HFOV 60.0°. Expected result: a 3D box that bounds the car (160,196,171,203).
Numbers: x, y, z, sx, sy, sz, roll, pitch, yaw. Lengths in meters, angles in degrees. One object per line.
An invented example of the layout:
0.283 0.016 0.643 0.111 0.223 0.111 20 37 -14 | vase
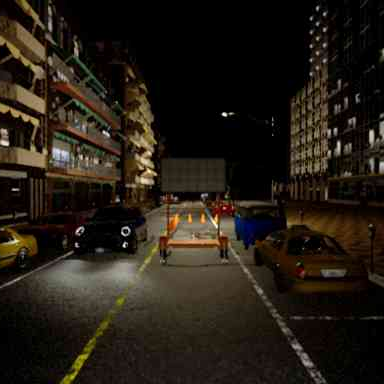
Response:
-5.400 1.547 69.336 1.947 1.339 4.313 0 0 0 | car

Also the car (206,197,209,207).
2.839 1.503 36.311 1.752 1.417 4.829 0 0 0 | car

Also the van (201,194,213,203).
2.932 1.318 58.247 1.690 1.788 3.998 0 0 0 | van

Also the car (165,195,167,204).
-5.470 1.526 52.757 2.008 1.369 4.403 0 0 0 | car

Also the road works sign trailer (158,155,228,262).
0.050 0.452 12.042 2.380 3.560 2.880 0 0 0 | road works sign trailer

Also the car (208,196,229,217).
2.815 1.419 30.614 1.967 1.590 4.097 0 0 0 | car

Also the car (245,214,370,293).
2.722 1.516 8.678 1.752 1.417 4.829 0 0 0 | car

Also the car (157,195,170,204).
-5.424 1.418 63.809 1.967 1.590 4.097 0 0 0 | car

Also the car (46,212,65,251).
-5.635 1.530 14.070 1.887 1.381 4.507 0 0 0 | car

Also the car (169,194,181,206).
-2.761 1.530 55.951 2.033 1.411 5.357 0 0 0 | car

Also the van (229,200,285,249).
2.744 1.328 14.034 1.690 1.788 3.998 0 0 0 | van

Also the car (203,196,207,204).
2.886 1.558 47.194 1.802 1.307 4.206 0 0 0 | car

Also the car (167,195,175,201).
-5.329 1.576 85.916 1.802 1.307 4.206 0 0 0 | car

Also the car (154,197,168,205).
-5.447 1.527 58.284 2.008 1.369 4.403 0 0 0 | car

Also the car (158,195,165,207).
-5.496 1.290 47.230 2.192 1.841 5.009 0 0 0 | car

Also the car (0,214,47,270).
-5.659 1.516 8.374 1.752 1.417 4.829 0 0 0 | car

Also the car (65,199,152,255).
-3.044 1.338 13.255 2.097 1.767 4.553 0 0 0 | car

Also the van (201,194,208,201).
3.026 1.331 80.355 1.690 1.788 3.998 0 0 0 | van

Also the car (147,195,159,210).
-5.519 1.501 41.534 1.752 1.417 4.829 0 0 0 | car

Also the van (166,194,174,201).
-5.354 1.330 80.390 1.690 1.788 3.998 0 0 0 | van

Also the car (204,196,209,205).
2.862 1.558 41.668 1.802 1.307 4.206 0 0 0 | car

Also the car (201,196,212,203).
2.980 1.548 69.301 1.947 1.339 4.313 0 0 0 | car

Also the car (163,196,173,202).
-5.376 1.529 74.863 1.887 1.381 4.507 0 0 0 | car

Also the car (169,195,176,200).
-5.306 1.581 91.442 1.802 1.307 4.206 0 0 0 | car

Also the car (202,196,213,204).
2.957 1.505 63.943 1.752 1.417 4.829 0 0 0 | car

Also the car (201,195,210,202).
3.003 1.426 74.827 1.967 1.590 4.097 0 0 0 | car
